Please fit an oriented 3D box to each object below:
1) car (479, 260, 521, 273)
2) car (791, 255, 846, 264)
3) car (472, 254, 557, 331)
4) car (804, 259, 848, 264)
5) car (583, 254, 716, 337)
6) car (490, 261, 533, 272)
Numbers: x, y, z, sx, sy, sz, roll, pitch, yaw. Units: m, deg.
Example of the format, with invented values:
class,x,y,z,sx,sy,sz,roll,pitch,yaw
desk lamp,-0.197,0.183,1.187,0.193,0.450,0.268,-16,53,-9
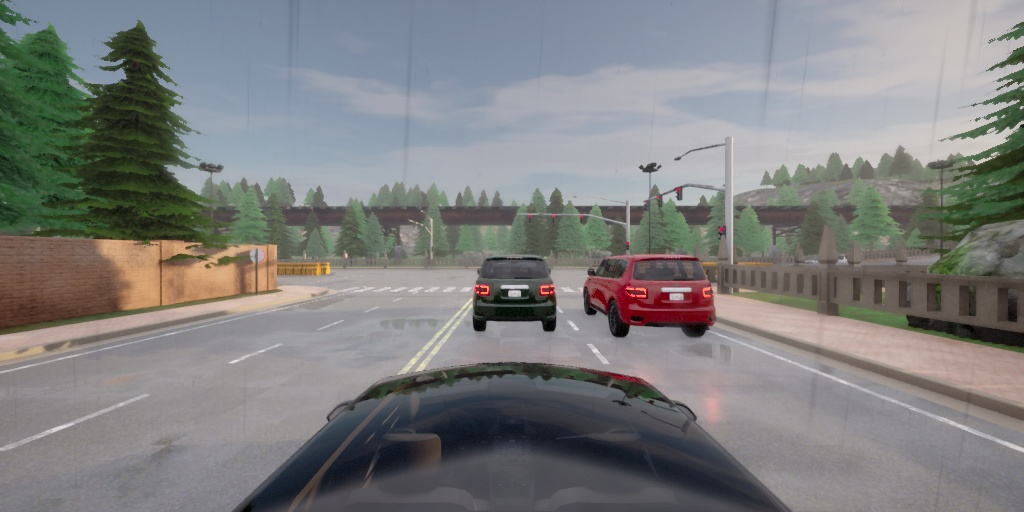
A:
class,x,y,z,sx,sy,sz,roll,pitch,yaw
car,-1.396,1.255,42.264,4.892,1.490,1.837,0,0,0
car,39.430,0.884,45.590,5.566,2.045,2.150,-2,0,0
car,0.069,0.971,11.086,2.150,2.045,5.566,0,0,0
car,36.614,1.320,42.093,4.718,1.301,1.895,-1,0,0
car,3.569,0.971,10.409,2.150,2.045,5.566,0,0,0
car,-0.067,1.297,45.756,5.357,1.411,2.033,0,0,0
